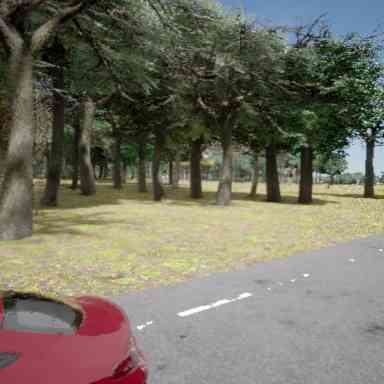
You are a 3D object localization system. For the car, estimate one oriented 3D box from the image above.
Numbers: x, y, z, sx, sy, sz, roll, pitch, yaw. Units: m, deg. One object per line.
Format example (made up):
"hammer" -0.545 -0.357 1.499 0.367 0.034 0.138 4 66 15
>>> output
"car" -2.485 1.428 1.891 4.674 1.442 1.812 0 2 -38
